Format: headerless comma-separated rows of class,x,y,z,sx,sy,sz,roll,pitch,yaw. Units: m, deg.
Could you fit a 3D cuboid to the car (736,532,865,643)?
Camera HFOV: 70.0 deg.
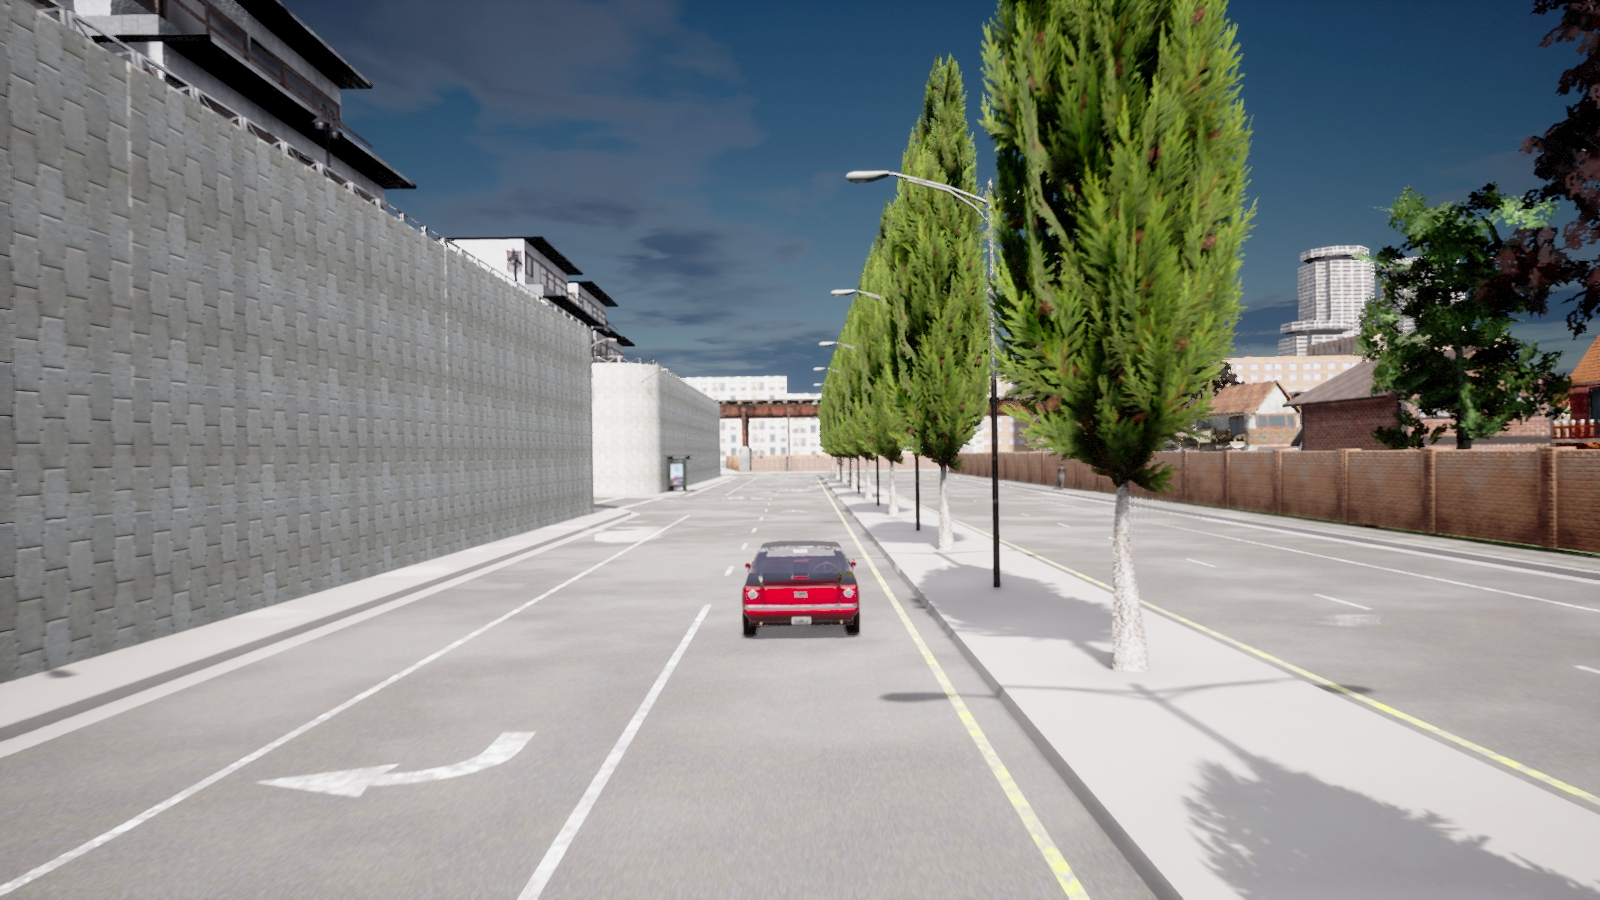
car,0.014,2.215,19.336,1.895,1.301,4.718,-1,0,0

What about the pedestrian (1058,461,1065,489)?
pedestrian,17.186,1.655,75.039,0.375,1.860,0.375,-1,0,1
